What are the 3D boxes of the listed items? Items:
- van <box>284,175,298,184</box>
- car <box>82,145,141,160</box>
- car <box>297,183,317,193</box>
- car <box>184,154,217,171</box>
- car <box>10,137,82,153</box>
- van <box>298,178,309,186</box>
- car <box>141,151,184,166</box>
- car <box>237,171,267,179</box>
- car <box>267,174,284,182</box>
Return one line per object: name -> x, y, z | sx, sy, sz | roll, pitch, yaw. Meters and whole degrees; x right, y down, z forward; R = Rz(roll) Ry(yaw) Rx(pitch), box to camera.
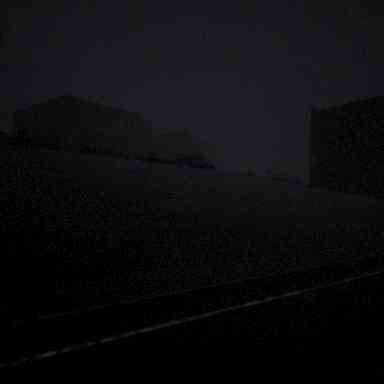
van -> 15.042, -1.741, 54.002 | 1.878, 1.987, 4.442 | 1, -3, 40
car -> -7.438, -3.235, 29.225 | 4.892, 1.521, 2.231 | 3, -2, -44
car -> 21.725, -0.762, 62.686 | 2.163, 1.488, 4.792 | 1, -3, 37
car -> 0.457, -2.995, 37.233 | 2.435, 2.045, 5.566 | 1, -2, 44
car -> -11.362, -3.405, 25.488 | 4.674, 1.452, 2.002 | 3, -2, -42
van -> 18.453, -1.383, 58.351 | 1.878, 1.987, 4.442 | 1, -3, 38
car -> -3.445, -3.126, 33.202 | 4.553, 1.767, 2.185 | 3, -2, -45
car -> 7.836, -2.137, 45.414 | 2.002, 1.452, 4.674 | 1, -3, 41
car -> 11.424, -1.821, 49.627 | 2.002, 1.452, 4.674 | 1, -3, 40
